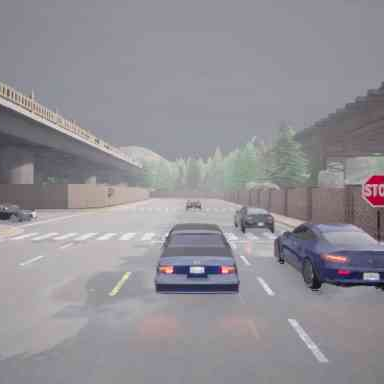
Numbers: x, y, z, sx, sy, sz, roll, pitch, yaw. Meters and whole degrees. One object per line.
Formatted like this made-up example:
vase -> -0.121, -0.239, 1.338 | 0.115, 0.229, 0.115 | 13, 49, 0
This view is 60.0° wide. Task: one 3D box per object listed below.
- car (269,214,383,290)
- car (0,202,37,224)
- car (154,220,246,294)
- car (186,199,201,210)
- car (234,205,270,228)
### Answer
car -> 3.597, 1.526, 8.967 | 1.812, 1.442, 4.674 | 0, 0, 0
car -> -13.989, 1.491, 24.379 | 4.902, 1.511, 2.128 | 0, 0, 0
car -> 0.099, 1.547, 8.908 | 2.033, 1.411, 5.357 | 0, 0, 0
car -> 0.201, 1.601, 43.526 | 1.895, 1.301, 4.718 | 0, 0, -1
car -> 3.644, 1.526, 19.830 | 1.812, 1.442, 4.674 | 0, 0, 0
